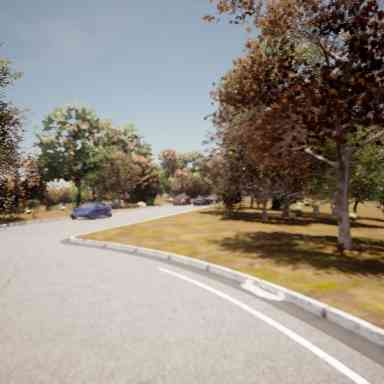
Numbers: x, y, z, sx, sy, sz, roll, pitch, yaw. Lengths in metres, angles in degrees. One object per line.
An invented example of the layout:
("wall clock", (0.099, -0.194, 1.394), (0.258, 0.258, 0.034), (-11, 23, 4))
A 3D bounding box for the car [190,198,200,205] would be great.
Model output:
("car", (1.571, 1.489, 53.217), (1.994, 1.385, 4.181), (-1, 0, 16))

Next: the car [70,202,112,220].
("car", (-8.844, 1.663, 29.636), (1.812, 1.442, 4.674), (-1, 0, 16))

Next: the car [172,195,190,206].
("car", (-1.678, 1.335, 54.920), (2.097, 1.767, 4.553), (-1, 0, 16))
